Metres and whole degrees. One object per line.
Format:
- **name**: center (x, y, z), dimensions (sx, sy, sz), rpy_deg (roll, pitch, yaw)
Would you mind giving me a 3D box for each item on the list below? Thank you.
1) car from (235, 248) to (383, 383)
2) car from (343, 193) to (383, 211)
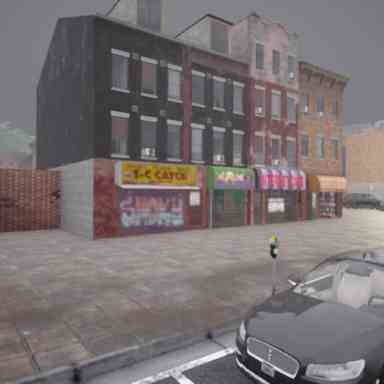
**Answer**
- **car**: center (2.542, 1.550, 4.610), dimensions (4.403, 1.369, 2.008), rpy_deg (0, 0, -35)
- **car**: center (20.118, 1.109, 37.771), dimensions (2.150, 2.045, 5.566), rpy_deg (0, 0, -36)
